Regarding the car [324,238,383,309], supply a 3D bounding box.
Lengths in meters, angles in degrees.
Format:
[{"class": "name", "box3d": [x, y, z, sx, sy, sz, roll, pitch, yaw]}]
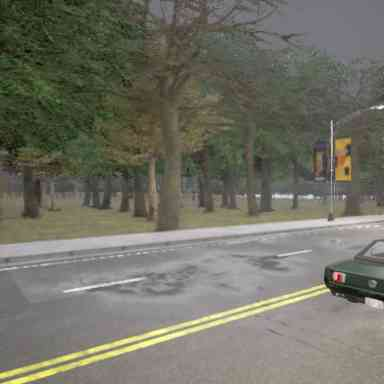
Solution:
[{"class": "car", "box3d": [4.909, 1.607, 6.942, 4.718, 1.301, 1.895, 0, 0, -36]}]
